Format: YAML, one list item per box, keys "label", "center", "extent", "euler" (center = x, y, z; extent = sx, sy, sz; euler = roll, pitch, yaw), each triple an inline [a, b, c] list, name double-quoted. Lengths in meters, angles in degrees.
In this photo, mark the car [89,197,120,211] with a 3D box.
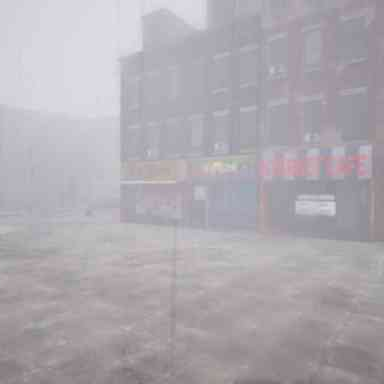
- label: "car"
  center: [-8.576, 1.149, 34.070]
  extent: [1.947, 1.339, 4.313]
  euler: [2, 3, 35]
